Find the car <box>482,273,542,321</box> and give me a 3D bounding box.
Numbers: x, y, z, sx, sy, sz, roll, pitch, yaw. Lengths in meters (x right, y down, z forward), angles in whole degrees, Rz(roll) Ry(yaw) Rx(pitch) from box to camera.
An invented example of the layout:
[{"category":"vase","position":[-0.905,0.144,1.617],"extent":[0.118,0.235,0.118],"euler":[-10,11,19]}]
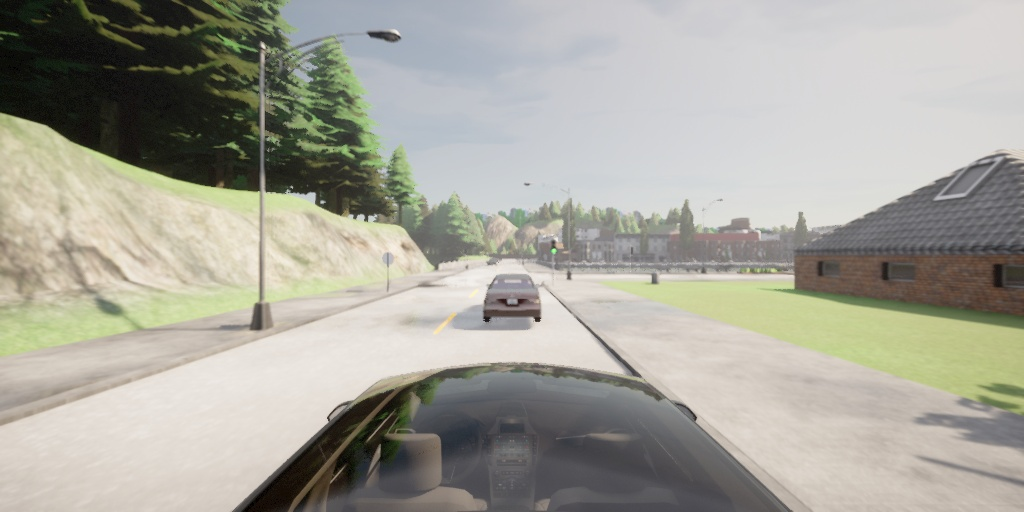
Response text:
[{"category":"car","position":[0.025,1.303,12.427],"extent":[2.033,1.411,5.357],"euler":[0,0,1]}]
